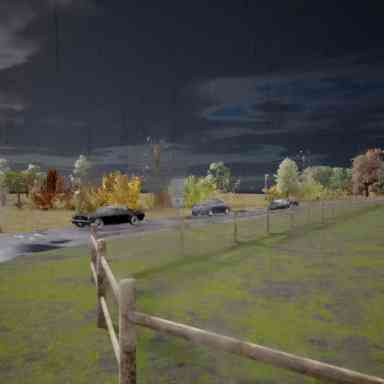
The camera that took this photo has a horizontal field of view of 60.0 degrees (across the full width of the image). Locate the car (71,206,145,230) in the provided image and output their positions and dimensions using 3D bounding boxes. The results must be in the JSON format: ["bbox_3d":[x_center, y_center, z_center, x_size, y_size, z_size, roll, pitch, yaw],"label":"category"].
[{"bbox_3d":[-5.267,1.560,21.252,1.895,1.301,4.718,0,0,36],"label":"car"}]

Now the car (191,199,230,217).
[{"bbox_3d":[1.794,1.438,31.055,1.837,1.490,4.892,0,0,36],"label":"car"}]

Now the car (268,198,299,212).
[{"bbox_3d":[10.146,1.450,37.613,1.812,1.442,4.674,0,0,36],"label":"car"}]
